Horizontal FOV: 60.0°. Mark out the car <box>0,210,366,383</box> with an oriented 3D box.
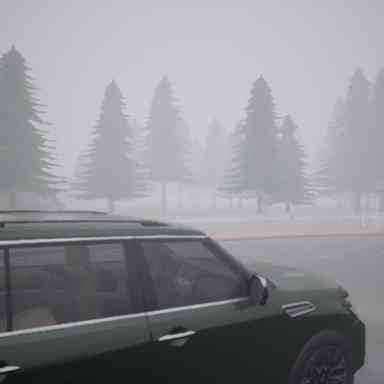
[{"bbox_3d":[-0.747,1.218,3.169,5.566,2.045,2.150,2,-1,-32],"label":"car"}]
